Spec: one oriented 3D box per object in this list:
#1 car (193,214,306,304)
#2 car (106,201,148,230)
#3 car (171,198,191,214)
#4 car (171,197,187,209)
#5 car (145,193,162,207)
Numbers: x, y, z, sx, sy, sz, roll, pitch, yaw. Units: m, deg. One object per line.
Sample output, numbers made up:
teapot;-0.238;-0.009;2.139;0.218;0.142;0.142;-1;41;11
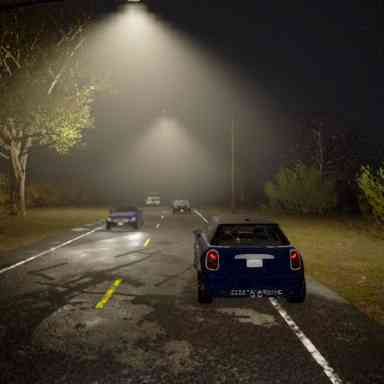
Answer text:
car;1.129;1.346;8.337;2.097;1.767;4.553;0;0;-1
car;-4.084;1.504;20.884;1.812;1.442;4.674;0;0;-2
car;-1.109;1.547;35.070;1.895;1.301;4.718;0;0;-3
car;-1.843;1.484;45.335;1.994;1.385;4.181;0;0;-5
car;-5.824;1.130;50.283;2.150;2.045;5.566;0;0;-5
